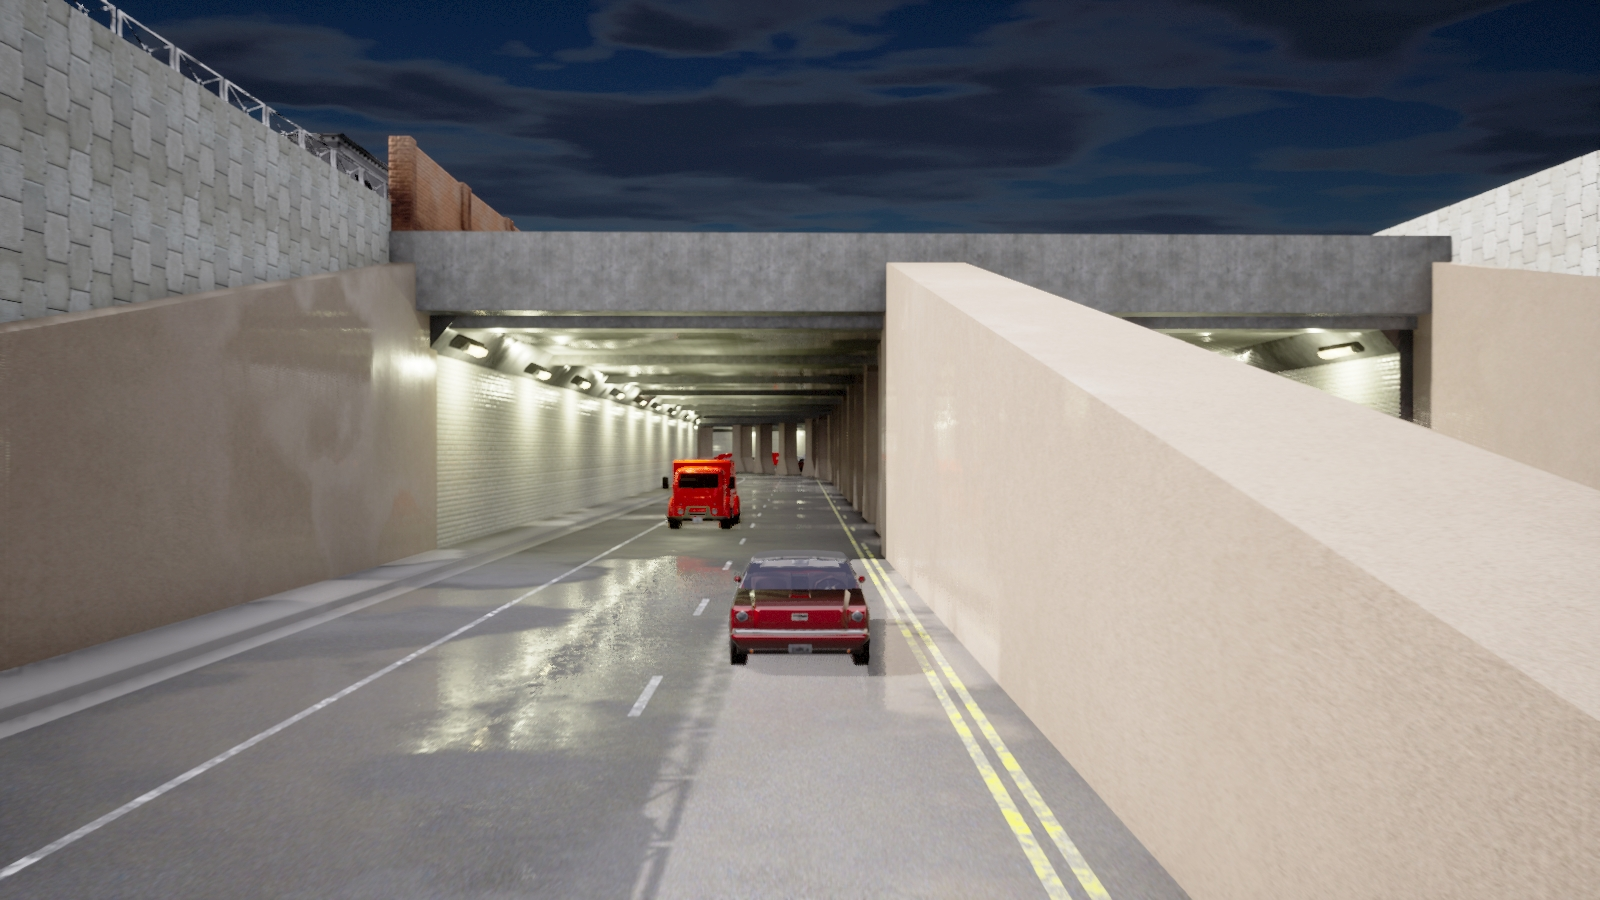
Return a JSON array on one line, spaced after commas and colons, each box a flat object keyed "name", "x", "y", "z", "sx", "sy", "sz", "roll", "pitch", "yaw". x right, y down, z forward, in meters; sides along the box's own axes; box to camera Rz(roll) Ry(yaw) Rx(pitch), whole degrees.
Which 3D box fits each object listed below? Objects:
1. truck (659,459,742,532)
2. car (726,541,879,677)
[{"name": "truck", "x": -3.525, "y": 1.571, "z": 41.512, "sx": 2.627, "sy": 2.467, "sz": 5.204, "roll": 0, "pitch": 0, "yaw": -1}, {"name": "car", "x": 0.031, "y": 2.157, "z": 16.456, "sx": 1.895, "sy": 1.301, "sz": 4.718, "roll": 0, "pitch": 0, "yaw": 0}]
